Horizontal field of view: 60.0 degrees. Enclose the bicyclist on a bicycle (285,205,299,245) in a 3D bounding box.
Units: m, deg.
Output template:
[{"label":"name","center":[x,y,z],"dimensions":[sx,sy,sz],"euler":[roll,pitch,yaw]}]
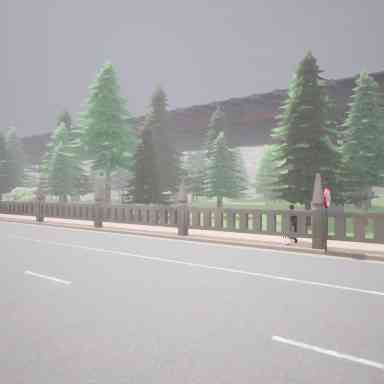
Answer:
[{"label":"bicyclist on a bicycle","center":[4.114,1.344,13.593],"dimensions":[0.582,1.620,1.656],"euler":[0,-3,35]}]
